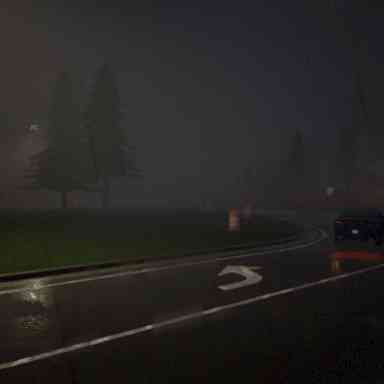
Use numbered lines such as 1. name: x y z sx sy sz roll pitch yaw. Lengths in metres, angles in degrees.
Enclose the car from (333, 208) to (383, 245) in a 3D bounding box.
1. car: 8.012 1.471 15.688 1.882 1.535 5.008 1 1 33
